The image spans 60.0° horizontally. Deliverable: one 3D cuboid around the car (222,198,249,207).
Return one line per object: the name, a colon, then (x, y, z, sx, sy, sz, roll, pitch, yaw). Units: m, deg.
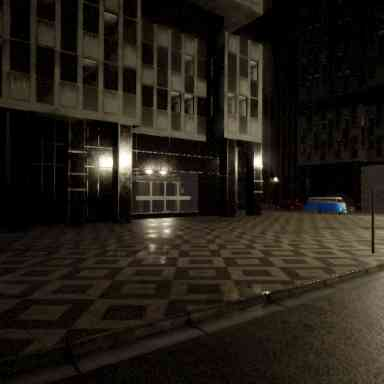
car: (7.442, 1.839, 57.655, 1.752, 1.417, 4.829, 0, 0, -36)

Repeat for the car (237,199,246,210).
car: (7.182, 1.706, 43.362, 1.887, 1.381, 4.507, 0, 0, -36)

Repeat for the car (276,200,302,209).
car: (14.112, 1.818, 48.327, 1.802, 1.307, 4.206, 0, 0, -36)

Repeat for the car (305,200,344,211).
car: (17.397, 1.749, 43.732, 2.008, 1.369, 4.403, 0, 0, -36)

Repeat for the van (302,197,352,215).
van: (13.753, 1.425, 34.173, 1.690, 1.788, 3.998, 0, 0, -36)

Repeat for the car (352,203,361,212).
car: (20.683, 1.725, 39.137, 1.947, 1.339, 4.313, 0, 0, -36)
